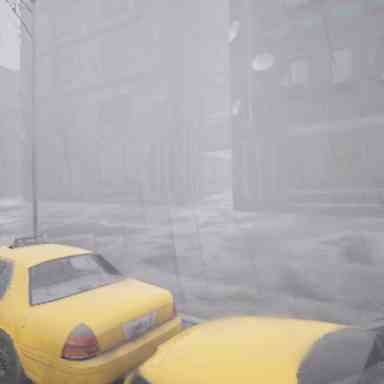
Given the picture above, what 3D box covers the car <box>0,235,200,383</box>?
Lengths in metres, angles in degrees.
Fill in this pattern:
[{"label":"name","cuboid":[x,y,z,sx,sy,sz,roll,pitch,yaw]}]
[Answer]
[{"label":"car","cuboid":[-2.681,1.455,5.171,5.366,1.575,1.946,0,0,35]}]
